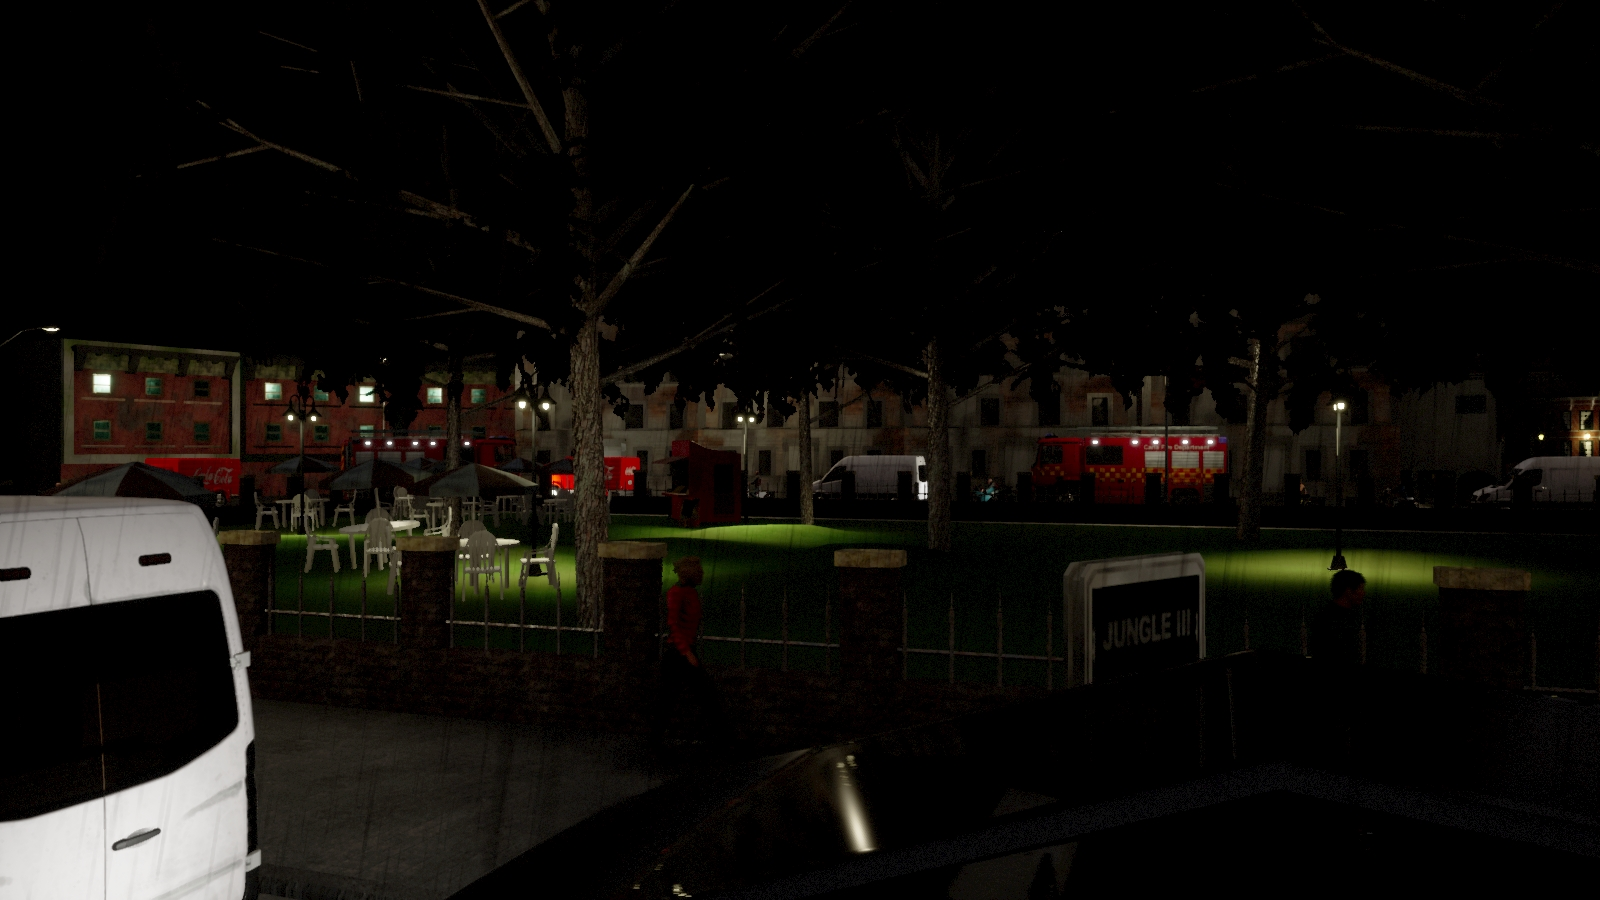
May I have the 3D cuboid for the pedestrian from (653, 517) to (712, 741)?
[{"bbox_3d":[-1.015,1.527,9.901,0.375,1.860,0.375,0,0,21],"label":"pedestrian"}]

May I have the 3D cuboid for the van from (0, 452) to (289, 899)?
[{"bbox_3d":[-5.746,1.315,5.931,5.915,2.561,1.988,-1,0,20],"label":"van"}]

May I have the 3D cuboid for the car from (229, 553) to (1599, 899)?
[{"bbox_3d":[1.789,1.534,3.191,6.274,2.098,2.390,0,0,20],"label":"car"}]

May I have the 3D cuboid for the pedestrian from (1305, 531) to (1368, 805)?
[{"bbox_3d":[3.819,1.525,8.151,0.375,1.860,0.375,0,0,20],"label":"pedestrian"}]
